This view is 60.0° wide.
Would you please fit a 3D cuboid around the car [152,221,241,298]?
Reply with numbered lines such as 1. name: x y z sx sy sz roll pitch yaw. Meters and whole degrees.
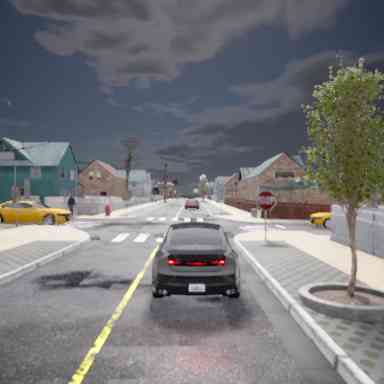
1. car: 0.081 1.514 8.514 1.837 1.490 4.892 0 0 0

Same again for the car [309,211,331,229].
1. car: 10.974 1.811 23.711 5.008 1.535 1.882 1 -1 -1

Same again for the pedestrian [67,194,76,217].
1. pedestrian: -9.686 1.061 26.610 0.375 1.860 0.375 0 -2 0

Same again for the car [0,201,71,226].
1. car: -10.135 1.287 20.746 5.008 1.535 1.882 1 -1 0

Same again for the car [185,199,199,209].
1. car: -0.005 1.671 48.135 1.994 1.385 4.181 0 0 0
